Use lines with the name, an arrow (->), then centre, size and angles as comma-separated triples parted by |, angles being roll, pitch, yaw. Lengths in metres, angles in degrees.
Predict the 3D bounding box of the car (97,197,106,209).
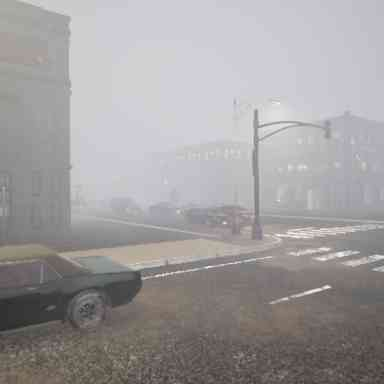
car -> -13.427, 2.051, 55.234 | 2.128, 1.511, 4.902 | -1, 0, -36

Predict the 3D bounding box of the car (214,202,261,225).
car -> 3.314, 1.744, 26.293 | 1.812, 1.442, 4.674 | -1, 0, -35

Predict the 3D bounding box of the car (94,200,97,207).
car -> -16.230, 1.939, 63.589 | 2.192, 1.841, 5.009 | -1, 0, -36

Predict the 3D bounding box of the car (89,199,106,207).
car -> -19.441, 2.227, 68.094 | 1.887, 1.381, 4.507 | -1, 0, -36

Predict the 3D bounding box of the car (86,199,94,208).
car -> -19.256, 2.158, 63.395 | 2.128, 1.511, 4.902 | -1, 0, -36

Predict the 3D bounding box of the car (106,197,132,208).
car -> -8.778, 1.677, 43.245 | 2.150, 2.045, 5.566 | -1, 0, -35

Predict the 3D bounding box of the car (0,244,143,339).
car -> -3.299, 1.601, 5.324 | 4.718, 1.301, 1.895 | 0, 0, -36

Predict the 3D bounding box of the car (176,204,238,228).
car -> 1.007, 1.814, 24.833 | 1.947, 1.339, 4.313 | -2, 0, -36

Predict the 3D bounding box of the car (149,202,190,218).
car -> -2.733, 1.830, 34.752 | 2.128, 1.511, 4.902 | -1, 0, -36

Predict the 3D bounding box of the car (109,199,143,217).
car -> -6.961, 1.846, 36.196 | 1.967, 1.590, 4.097 | -1, 0, -36

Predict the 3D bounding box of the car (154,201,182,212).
car -> -3.356, 1.965, 45.572 | 1.802, 1.307, 4.206 | -2, 0, -36

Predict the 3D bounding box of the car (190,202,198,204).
car -> -0.140, 1.903, 41.068 | 1.802, 1.307, 4.206 | -2, 0, -36

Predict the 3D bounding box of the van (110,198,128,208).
van -> -13.012, 1.906, 59.085 | 1.690, 1.788, 3.998 | -1, 0, -36
